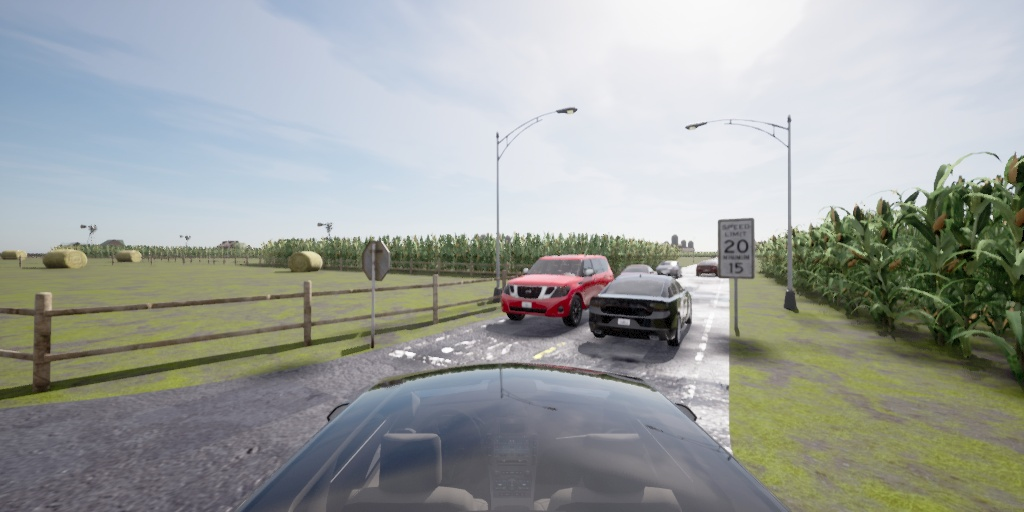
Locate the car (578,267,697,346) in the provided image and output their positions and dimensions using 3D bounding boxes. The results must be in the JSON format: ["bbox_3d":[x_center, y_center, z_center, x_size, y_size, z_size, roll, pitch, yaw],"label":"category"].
[{"bbox_3d":[3.618,1.227,9.601,1.882,1.535,5.008,0,0,31],"label":"car"}]

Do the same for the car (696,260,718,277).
[{"bbox_3d":[19.753,1.211,36.132,1.882,1.535,5.008,0,0,32],"label":"car"}]

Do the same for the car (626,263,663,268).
[{"bbox_3d":[7.607,1.283,21.688,1.812,1.442,4.674,0,0,31],"label":"car"}]

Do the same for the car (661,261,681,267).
[{"bbox_3d":[14.450,1.240,32.948,2.128,1.511,4.902,0,0,31],"label":"car"}]

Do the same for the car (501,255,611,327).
[{"bbox_3d":[1.834,0.981,12.163,2.150,2.045,5.566,0,0,31],"label":"car"}]
